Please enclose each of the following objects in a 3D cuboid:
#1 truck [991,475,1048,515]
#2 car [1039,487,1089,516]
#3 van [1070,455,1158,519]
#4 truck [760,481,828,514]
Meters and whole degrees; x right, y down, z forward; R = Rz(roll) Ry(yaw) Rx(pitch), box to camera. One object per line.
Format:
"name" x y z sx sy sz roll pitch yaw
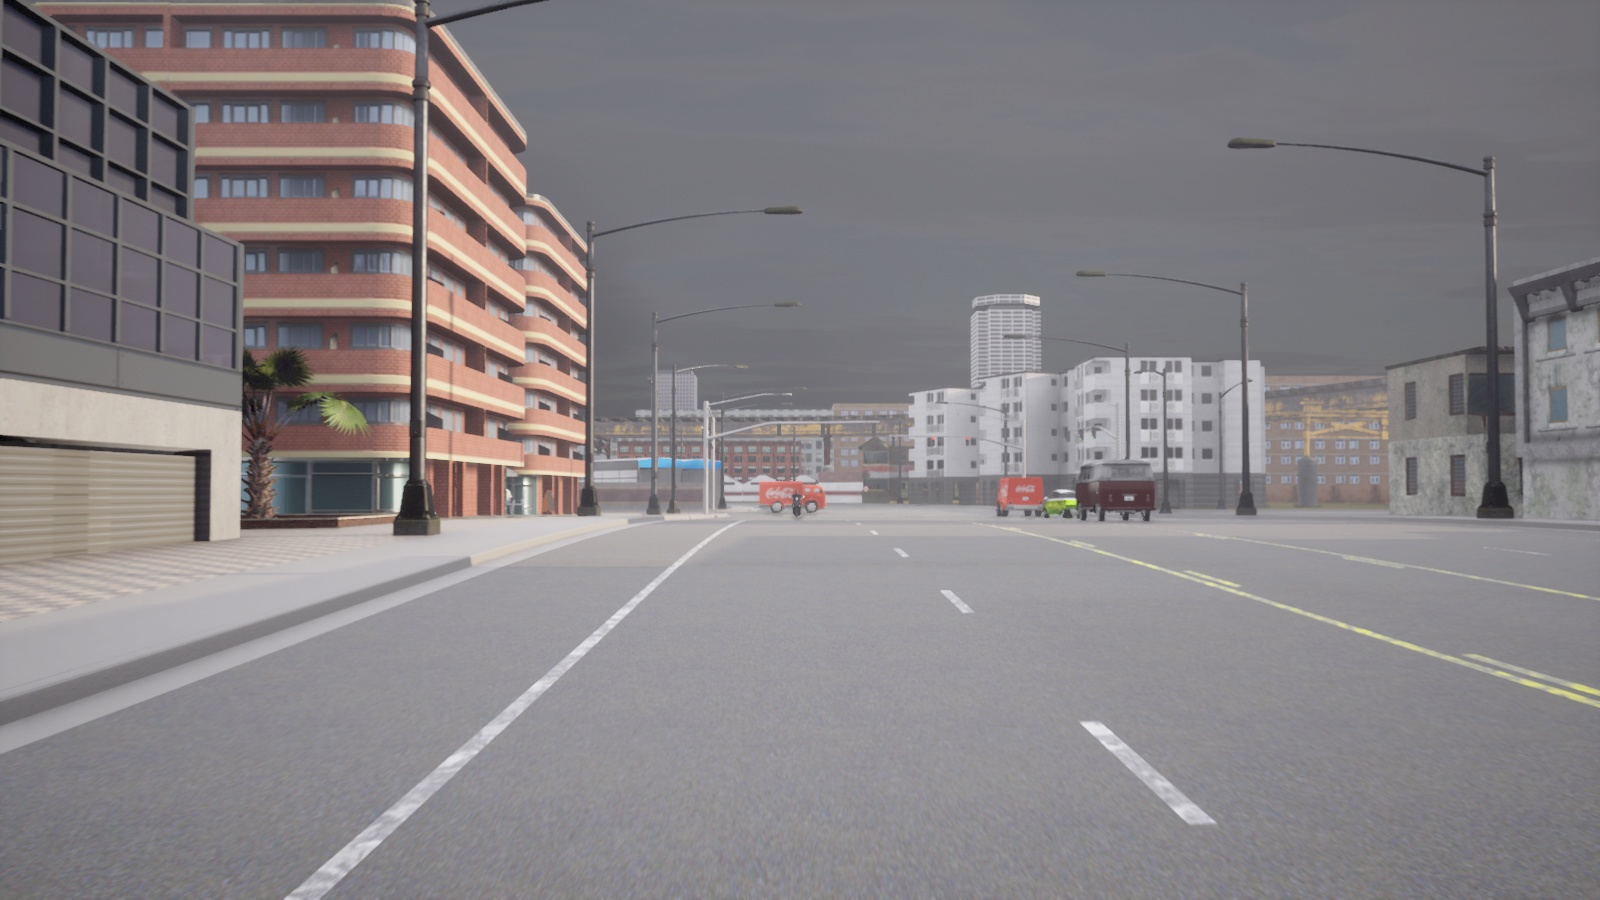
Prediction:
"truck" 13.823 2.865 79.594 2.627 2.467 5.204 0 -3 -1
"car" 12.506 2.446 59.616 1.481 1.376 2.207 0 -3 -14
"van" 10.397 1.274 41.840 1.775 1.987 4.442 0 -3 0
"truck" -0.482 3.651 97.051 5.204 2.467 2.627 0 -2 -1
